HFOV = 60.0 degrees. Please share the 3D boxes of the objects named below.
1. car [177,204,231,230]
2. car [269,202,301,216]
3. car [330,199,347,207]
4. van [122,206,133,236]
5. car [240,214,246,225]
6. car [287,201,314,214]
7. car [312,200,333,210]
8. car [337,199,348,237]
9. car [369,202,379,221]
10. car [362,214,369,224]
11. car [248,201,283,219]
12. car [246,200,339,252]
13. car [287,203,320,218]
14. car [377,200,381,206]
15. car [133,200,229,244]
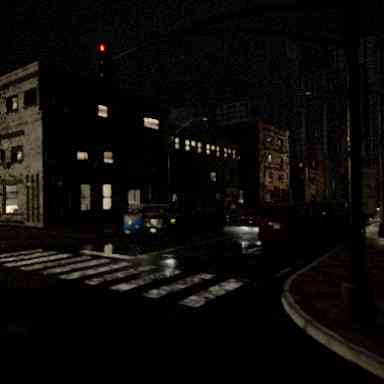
[{"bbox_3d":[0.959,1.734,23.961,1.967,1.590,4.097,-2,-1,35],"label":"car"},{"bbox_3d":[10.542,1.900,37.481,2.008,1.369,4.403,-2,-1,35],"label":"car"},{"bbox_3d":[26.512,2.009,60.017,2.008,1.369,4.403,-2,-1,35],"label":"car"},{"bbox_3d":[-2.237,1.618,19.456,1.690,1.788,3.998,-2,-1,35],"label":"van"},{"bbox_3d":[5.770,1.804,26.264,2.033,1.411,5.357,-1,-1,35],"label":"car"},{"bbox_3d":[13.736,1.920,41.988,2.008,1.369,4.403,-2,-1,35],"label":"car"},{"bbox_3d":[20.025,1.938,50.864,1.752,1.417,4.829,-2,-1,35],"label":"car"},{"bbox_3d":[7.794,1.440,19.122,2.192,1.841,5.009,-2,-1,35],"label":"car"},{"bbox_3d":[14.187,1.727,28.132,1.947,1.339,4.313,-2,-1,35],"label":"car"},{"bbox_3d":[10.992,1.688,23.625,1.887,1.381,4.507,-2,-1,35],"label":"car"},{"bbox_3d":[7.347,1.770,32.977,1.967,1.590,4.097,-2,-1,35],"label":"car"},{"bbox_3d":[4.600,1.424,14.615,2.192,1.841,5.009,-2,-1,35],"label":"car"},{"bbox_3d":[11.574,1.891,34.429,1.895,1.301,4.718,-1,-1,35],"label":"car"},{"bbox_3d":[29.833,1.932,54.682,1.895,1.301,4.718,-1,-1,36],"label":"car"},{"bbox_3d":[-0.236,1.446,17.799,2.150,2.045,5.566,-1,-1,35],"label":"car"}]
